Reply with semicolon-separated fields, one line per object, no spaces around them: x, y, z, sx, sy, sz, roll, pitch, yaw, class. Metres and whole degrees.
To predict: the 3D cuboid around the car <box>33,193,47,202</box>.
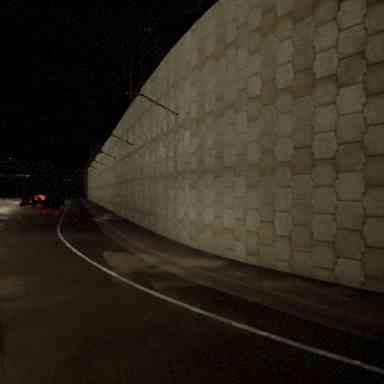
-29.917;1.013;65.396;2.097;1.767;4.553;1;0;-20;car

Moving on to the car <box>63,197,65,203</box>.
-22.464;1.362;55.233;1.882;1.535;5.008;1;0;-20;car

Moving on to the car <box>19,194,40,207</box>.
-23.850;1.401;48.496;2.033;1.411;5.357;1;0;-19;car

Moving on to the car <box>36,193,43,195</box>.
-26.852;1.331;56.814;2.128;1.511;4.902;1;0;-20;car

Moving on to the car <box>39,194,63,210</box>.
-17.785;1.383;42.152;1.882;1.535;5.008;1;0;-20;car

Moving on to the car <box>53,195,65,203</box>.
-26.775;1.417;66.991;1.994;1.385;4.181;1;0;-20;car
